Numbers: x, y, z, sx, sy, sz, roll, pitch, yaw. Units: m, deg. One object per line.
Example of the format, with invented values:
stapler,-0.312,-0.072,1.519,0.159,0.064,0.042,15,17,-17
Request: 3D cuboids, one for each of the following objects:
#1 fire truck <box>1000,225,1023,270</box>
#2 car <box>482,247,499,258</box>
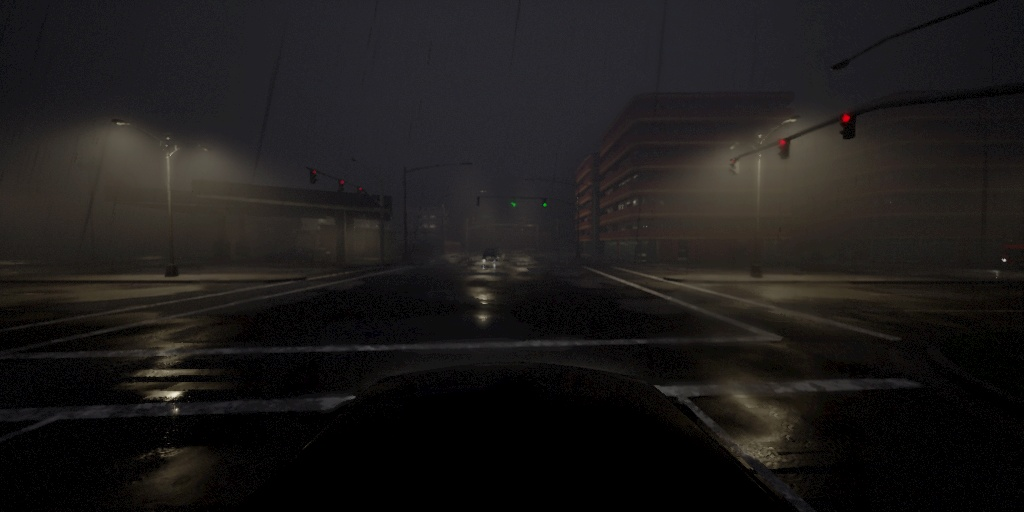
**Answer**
fire truck,43.331,-0.782,27.398,8.468,3.827,2.891,0,2,0
car,-3.214,-0.436,51.928,1.837,1.490,4.892,0,2,0
